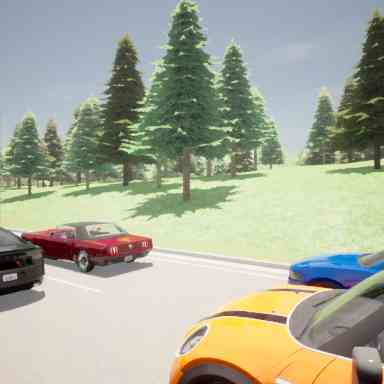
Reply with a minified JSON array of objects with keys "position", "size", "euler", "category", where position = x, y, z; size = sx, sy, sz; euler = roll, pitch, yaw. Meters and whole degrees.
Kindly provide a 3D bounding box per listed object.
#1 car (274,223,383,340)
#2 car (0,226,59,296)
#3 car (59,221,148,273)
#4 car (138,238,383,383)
[{"position":[4.084,1.478,5.372],"size":[5.008,1.535,1.882],"euler":[0,0,36],"category":"car"},{"position":[-5.480,1.478,7.805],"size":[5.008,1.535,1.882],"euler":[0,0,36],"category":"car"},{"position":[-3.592,1.601,10.760],"size":[4.718,1.301,1.895],"euler":[0,0,36],"category":"car"},{"position":[1.989,1.352,2.569],"size":[4.553,1.767,2.097],"euler":[0,0,36],"category":"car"}]
